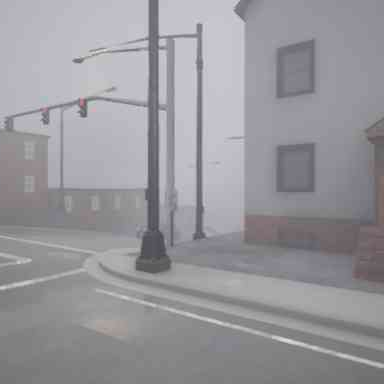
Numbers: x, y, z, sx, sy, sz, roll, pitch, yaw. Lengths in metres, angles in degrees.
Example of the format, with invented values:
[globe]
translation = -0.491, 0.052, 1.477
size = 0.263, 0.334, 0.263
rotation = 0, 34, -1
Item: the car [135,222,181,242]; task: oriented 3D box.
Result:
[car]
translation = -2.982, 3.512, 30.344
size = 2.097, 1.767, 4.553
rotation = 0, -10, 35
